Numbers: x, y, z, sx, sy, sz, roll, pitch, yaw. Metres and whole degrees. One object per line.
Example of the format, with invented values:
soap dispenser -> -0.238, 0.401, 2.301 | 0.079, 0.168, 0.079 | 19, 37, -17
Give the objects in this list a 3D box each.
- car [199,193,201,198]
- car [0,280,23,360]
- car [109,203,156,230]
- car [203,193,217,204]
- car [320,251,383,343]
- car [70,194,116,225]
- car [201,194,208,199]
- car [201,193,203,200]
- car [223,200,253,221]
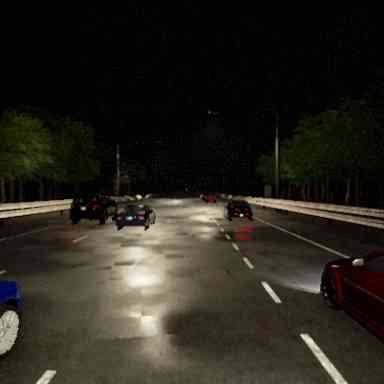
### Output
car -> 3.525, 1.268, 84.233 | 2.033, 1.649, 4.856 | 0, 0, 0
car -> -3.400, 1.468, 2.860 | 1.882, 1.535, 5.008 | 0, 0, 0
car -> -3.393, 1.489, 20.801 | 2.033, 1.411, 5.357 | 0, 0, 0
car -> 3.518, 1.368, 62.235 | 1.882, 1.535, 5.008 | 0, 0, 0
car -> 3.598, 1.547, 5.098 | 1.994, 1.385, 4.181 | 0, 0, 0
car -> -6.888, 1.158, 23.872 | 2.150, 2.045, 5.566 | 0, 0, 1
car -> 3.528, 1.333, 95.234 | 1.812, 1.442, 4.674 | 0, 0, 0
car -> 3.521, 1.371, 73.234 | 1.837, 1.490, 4.892 | 0, 0, 0
car -> 3.608, 1.437, 26.602 | 1.837, 1.490, 4.892 | 0, 0, 0
